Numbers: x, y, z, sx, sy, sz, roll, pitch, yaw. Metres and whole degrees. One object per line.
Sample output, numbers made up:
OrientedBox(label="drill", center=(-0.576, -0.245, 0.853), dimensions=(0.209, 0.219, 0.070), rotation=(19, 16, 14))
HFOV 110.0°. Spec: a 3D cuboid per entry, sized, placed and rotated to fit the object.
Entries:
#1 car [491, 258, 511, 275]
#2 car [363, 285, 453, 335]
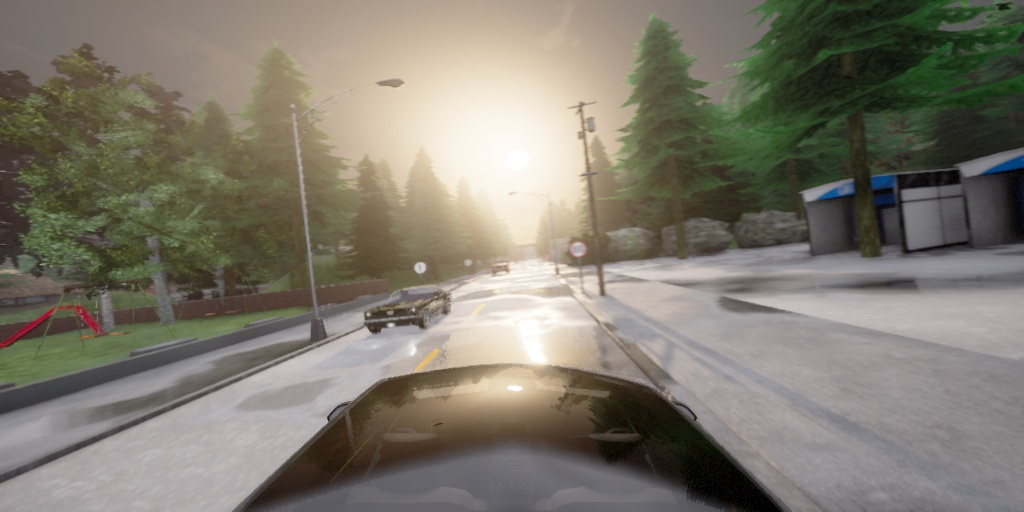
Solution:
OrientedBox(label="car", center=(-1.473, 1.362, 47.686), dimensions=(2.150, 2.045, 5.566), rotation=(-7, 0, 4))
OrientedBox(label="car", center=(-3.589, 1.817, 13.203), dimensions=(1.895, 1.301, 4.718), rotation=(-7, 0, 4))
